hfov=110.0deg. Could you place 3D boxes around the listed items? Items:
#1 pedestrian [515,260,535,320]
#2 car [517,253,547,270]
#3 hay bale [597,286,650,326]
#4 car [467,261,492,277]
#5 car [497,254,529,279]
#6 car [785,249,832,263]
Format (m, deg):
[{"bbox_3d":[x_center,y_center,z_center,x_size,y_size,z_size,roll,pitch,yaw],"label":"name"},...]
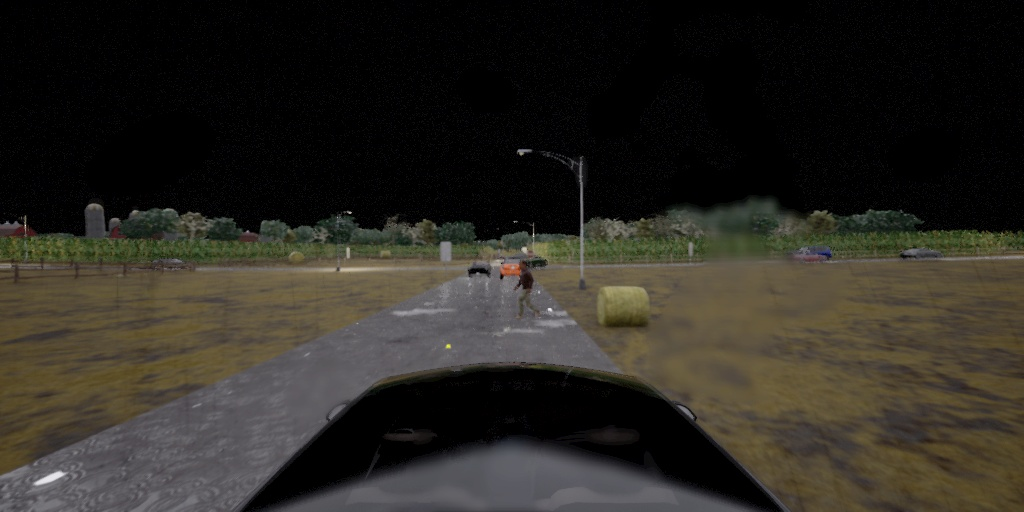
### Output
[{"bbox_3d":[0.391,0.992,10.943,0.375,1.860,0.375,-1,2,-10],"label":"pedestrian"},{"bbox_3d":[2.290,0.622,44.973,2.150,2.045,5.566,-1,1,34],"label":"car"},{"bbox_3d":[3.126,1.358,10.259,1.220,1.180,1.240,0,0,0],"label":"hay bale"},{"bbox_3d":[-2.802,1.140,31.925,1.895,1.301,4.718,0,1,0],"label":"car"},{"bbox_3d":[0.082,0.908,30.023,2.097,1.767,4.553,0,0,0],"label":"car"},{"bbox_3d":[39.418,0.184,47.836,4.181,1.385,1.994,-1,2,0],"label":"car"}]
